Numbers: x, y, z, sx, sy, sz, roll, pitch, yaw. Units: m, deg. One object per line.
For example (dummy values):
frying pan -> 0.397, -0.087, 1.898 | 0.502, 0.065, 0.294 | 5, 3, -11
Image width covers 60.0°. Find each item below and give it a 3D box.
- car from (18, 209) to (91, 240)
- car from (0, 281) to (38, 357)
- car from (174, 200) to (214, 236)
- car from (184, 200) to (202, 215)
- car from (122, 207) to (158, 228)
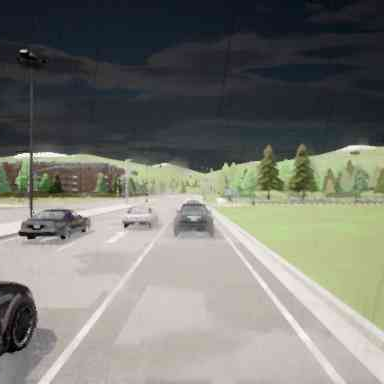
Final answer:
car -> -6.900, 1.593, 17.296 | 2.033, 1.411, 5.357 | 0, 0, 0
car -> -3.399, 1.574, 3.528 | 1.994, 1.385, 4.181 | 0, 0, 0
car -> 0.100, 1.401, 18.783 | 2.097, 1.767, 4.553 | 0, 0, 0
car -> 0.082, 1.620, 36.271 | 1.812, 1.442, 4.674 | 0, 0, 0
car -> -3.400, 1.660, 22.719 | 1.895, 1.301, 4.718 | 0, 0, 0
